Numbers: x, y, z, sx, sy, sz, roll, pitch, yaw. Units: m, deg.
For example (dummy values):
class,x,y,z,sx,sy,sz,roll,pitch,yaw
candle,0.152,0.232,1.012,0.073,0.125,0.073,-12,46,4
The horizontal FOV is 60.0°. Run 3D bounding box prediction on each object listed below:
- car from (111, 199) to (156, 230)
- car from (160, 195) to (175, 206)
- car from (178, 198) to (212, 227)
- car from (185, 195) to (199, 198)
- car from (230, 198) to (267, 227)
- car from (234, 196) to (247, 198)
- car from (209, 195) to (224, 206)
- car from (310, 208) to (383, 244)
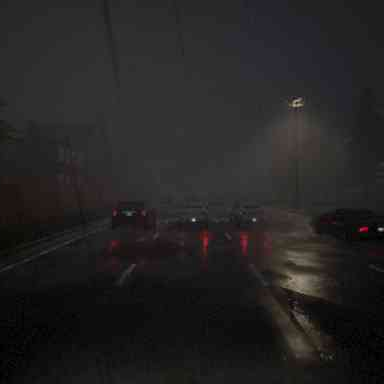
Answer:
class,x,y,z,sx,sy,sz,roll,pitch,yaw
car,-3.397,1.196,20.056,2.097,1.767,4.553,0,0,0
car,-3.494,1.180,47.630,2.033,1.411,5.357,0,0,0
car,0.089,1.360,21.365,1.812,1.442,4.674,0,0,0
car,0.011,1.120,48.233,2.128,1.511,4.902,0,1,0
car,3.589,1.360,21.412,1.812,1.442,4.674,0,0,0
car,7.004,1.194,47.845,1.994,1.385,4.181,0,0,0
car,3.507,1.178,47.837,2.033,1.411,5.357,0,0,0
car,7.101,1.431,15.004,2.033,1.411,5.357,0,0,0
